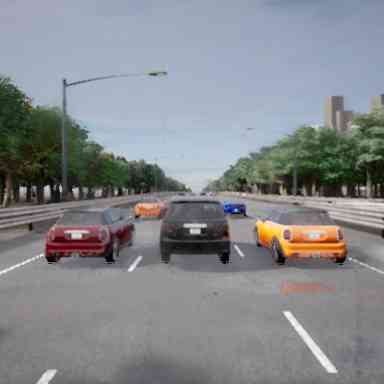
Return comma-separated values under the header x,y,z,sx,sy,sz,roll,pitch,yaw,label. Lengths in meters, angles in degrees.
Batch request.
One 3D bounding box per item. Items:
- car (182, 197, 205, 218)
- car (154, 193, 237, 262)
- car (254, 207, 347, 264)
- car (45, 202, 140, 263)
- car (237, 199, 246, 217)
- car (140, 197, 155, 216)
x,y,z,sx,sy,sz,roll,pitch,yaw,label
0.102,1.317,29.683,1.882,1.535,5.008,0,1,0,car
0.097,1.181,12.017,2.150,2.045,5.566,0,0,0,car
3.592,1.311,11.873,2.097,1.767,4.553,0,0,0,car
-3.407,1.312,11.968,2.097,1.767,4.553,0,0,0,car
3.602,1.317,29.673,1.882,1.535,5.008,0,1,0,car
-3.401,1.208,27.863,2.097,1.767,4.553,0,1,0,car
